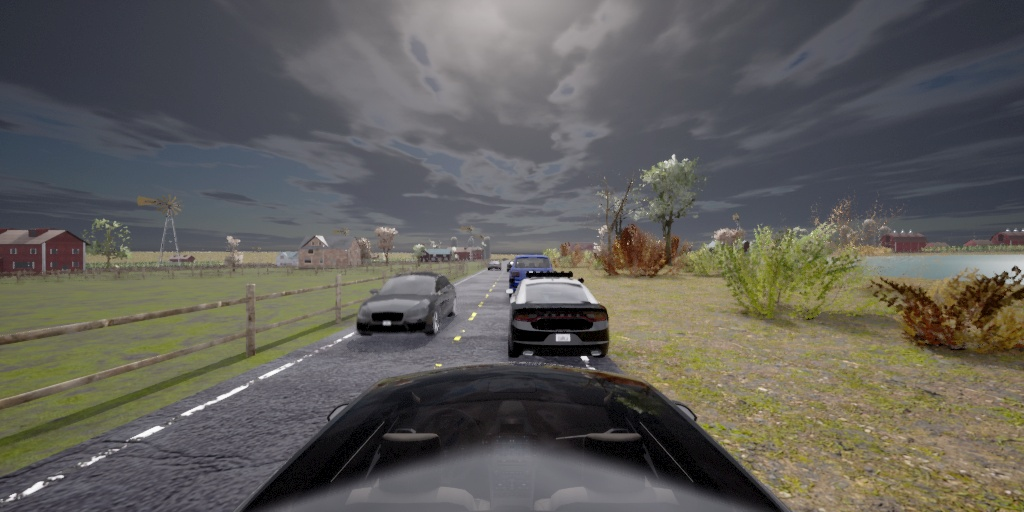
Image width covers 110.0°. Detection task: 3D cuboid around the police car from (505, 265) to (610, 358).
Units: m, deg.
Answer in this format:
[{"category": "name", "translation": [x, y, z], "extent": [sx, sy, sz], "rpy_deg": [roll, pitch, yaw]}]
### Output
[{"category": "police car", "translation": [0.878, 1.174, 8.630], "extent": [1.930, 1.638, 5.238], "rpy_deg": [0, 0, 0]}]

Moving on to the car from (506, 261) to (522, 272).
[{"category": "car", "translation": [0.347, 1.335, 46.308], "extent": [1.994, 1.385, 4.181], "rpy_deg": [0, 0, 2]}]

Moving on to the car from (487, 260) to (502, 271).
[{"category": "car", "translation": [-2.406, 1.323, 50.125], "extent": [2.033, 1.411, 5.357], "rpy_deg": [0, 0, 0]}]

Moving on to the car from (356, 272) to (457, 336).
[{"category": "car", "translation": [-2.787, 1.254, 10.458], "extent": [1.837, 1.490, 4.892], "rpy_deg": [0, 0, 0]}]

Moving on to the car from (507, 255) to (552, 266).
[{"category": "car", "translation": [0.949, 0.975, 18.550], "extent": [2.150, 2.045, 5.566], "rpy_deg": [0, 0, 0]}]
